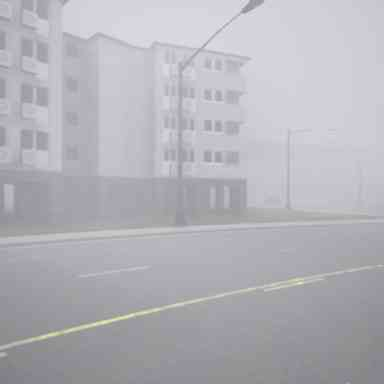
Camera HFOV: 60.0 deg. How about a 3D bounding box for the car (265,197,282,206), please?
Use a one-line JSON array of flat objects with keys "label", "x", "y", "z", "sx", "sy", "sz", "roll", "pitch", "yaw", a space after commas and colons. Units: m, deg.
[{"label": "car", "x": 14.939, "y": 1.693, "z": 61.146, "sx": 1.837, "sy": 1.490, "sz": 4.892, "roll": -1, "pitch": 0, "yaw": -7}]
